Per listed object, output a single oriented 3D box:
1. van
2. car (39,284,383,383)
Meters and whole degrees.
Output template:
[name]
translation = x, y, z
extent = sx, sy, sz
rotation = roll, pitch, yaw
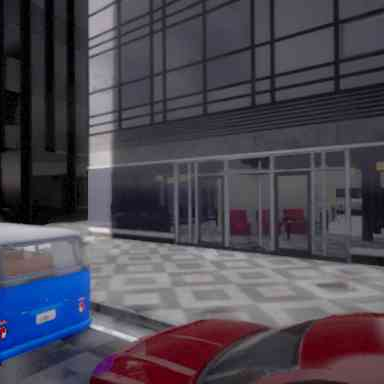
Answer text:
[van]
translation = -3.399, 1.395, 5.388
extent = 3.998, 1.788, 1.690
rotation = -1, 0, 35
[car]
translation = 1.177, 1.546, 2.125
extent = 4.507, 1.381, 1.887
rotation = -1, 0, 35
